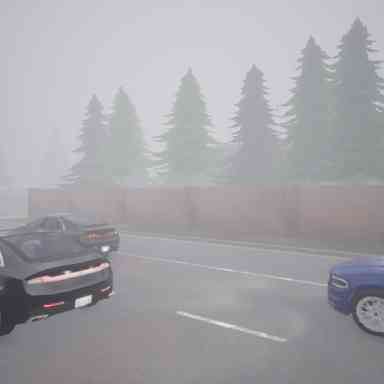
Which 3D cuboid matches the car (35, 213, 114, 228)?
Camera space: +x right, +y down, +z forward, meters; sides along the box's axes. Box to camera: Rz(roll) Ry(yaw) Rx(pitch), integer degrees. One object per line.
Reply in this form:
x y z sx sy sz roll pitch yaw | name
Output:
-4.624 1.504 11.607 4.892 1.490 1.837 0 0 36 | car

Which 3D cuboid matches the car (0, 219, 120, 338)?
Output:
-3.664 1.492 6.615 4.902 1.511 2.128 0 0 36 | car

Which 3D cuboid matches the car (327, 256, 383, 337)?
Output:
4.690 1.478 4.943 5.008 1.535 1.882 0 0 36 | car
